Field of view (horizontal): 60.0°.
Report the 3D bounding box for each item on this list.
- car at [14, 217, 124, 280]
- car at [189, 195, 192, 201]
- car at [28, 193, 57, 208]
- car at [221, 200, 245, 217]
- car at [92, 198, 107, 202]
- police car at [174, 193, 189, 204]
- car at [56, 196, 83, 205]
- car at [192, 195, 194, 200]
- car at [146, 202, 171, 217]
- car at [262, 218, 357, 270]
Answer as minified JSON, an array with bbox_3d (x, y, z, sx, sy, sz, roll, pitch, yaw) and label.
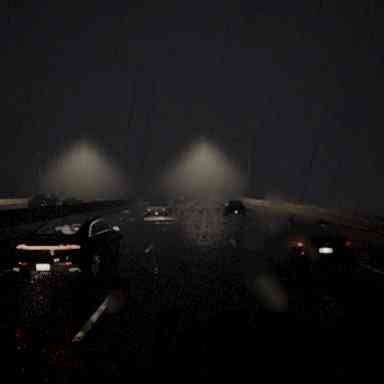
[{"bbox_3d":[-3.357,1.488,9.956,2.128,1.511,4.902,0,0,0],"label":"car"},{"bbox_3d":[-1.819,1.295,75.137,2.150,2.045,5.566,0,0,3],"label":"car"},{"bbox_3d":[-20.437,1.227,46.130,2.150,2.045,5.566,0,0,2],"label":"car"},{"bbox_3d":[3.919,1.508,31.607,1.837,1.490,4.892,0,0,1],"label":"car"},{"bbox_3d":[-13.371,1.577,48.197,1.994,1.385,4.181,0,0,2],"label":"car"},{"bbox_3d":[-2.269,1.554,64.147,2.038,1.542,4.974,0,0,2],"label":"police car"},{"bbox_3d":[-16.912,1.512,46.899,1.837,1.490,4.892,0,0,2],"label":"car"},{"bbox_3d":[-1.292,1.560,86.252,1.801,1.575,5.366,0,0,3],"label":"car"},{"bbox_3d":[-3.086,1.601,31.571,1.895,1.301,4.718,0,0,1],"label":"car"},{"bbox_3d":[3.651,1.562,11.041,1.994,1.385,4.181,0,0,0],"label":"car"}]
